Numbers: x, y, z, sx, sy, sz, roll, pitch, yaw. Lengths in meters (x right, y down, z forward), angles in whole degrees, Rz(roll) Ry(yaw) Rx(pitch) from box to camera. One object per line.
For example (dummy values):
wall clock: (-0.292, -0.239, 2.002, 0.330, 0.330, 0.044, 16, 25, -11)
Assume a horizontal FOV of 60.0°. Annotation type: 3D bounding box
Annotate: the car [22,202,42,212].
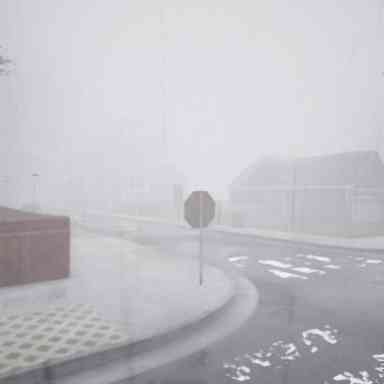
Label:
car: (-21.532, 2.048, 44.765, 1.895, 1.301, 4.718, 1, -1, -35)
